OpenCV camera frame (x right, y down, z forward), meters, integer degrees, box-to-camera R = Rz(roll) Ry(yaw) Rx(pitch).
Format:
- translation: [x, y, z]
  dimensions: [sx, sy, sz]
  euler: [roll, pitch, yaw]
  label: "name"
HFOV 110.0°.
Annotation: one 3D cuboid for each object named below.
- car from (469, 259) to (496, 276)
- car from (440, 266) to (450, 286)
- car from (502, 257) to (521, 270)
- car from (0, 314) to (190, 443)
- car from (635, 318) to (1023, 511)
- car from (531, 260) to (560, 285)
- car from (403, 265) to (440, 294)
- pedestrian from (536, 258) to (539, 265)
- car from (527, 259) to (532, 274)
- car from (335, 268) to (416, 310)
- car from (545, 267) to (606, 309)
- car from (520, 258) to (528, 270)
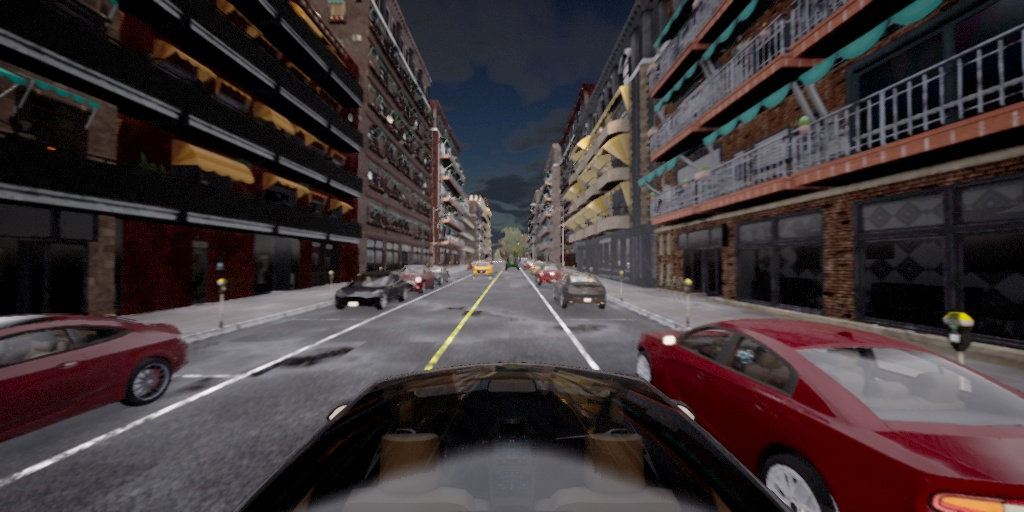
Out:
- translation: [-3.075, 1.344, 38.559]
  dimensions: [1.882, 1.535, 5.008]
  euler: [0, 0, 0]
  label: "car"
- translation: [-5.690, 1.377, 26.348]
  dimensions: [2.007, 1.370, 4.403]
  euler: [0, 0, 0]
  label: "car"
- translation: [0.023, 1.145, 56.670]
  dimensions: [2.150, 2.045, 5.566]
  euler: [0, 0, 1]
  label: "car"
- translation: [-5.690, 1.337, 3.702]
  dimensions: [1.802, 1.307, 4.207]
  euler: [0, 0, 0]
  label: "car"
- translation: [2.691, 1.301, 3.661]
  dimensions: [1.888, 1.381, 4.507]
  euler: [0, 0, 0]
  label: "car"
- translation: [2.691, 1.267, 26.307]
  dimensions: [1.967, 1.591, 4.097]
  euler: [0, 0, 0]
  label: "car"
- translation: [-5.690, 1.248, 20.687]
  dimensions: [1.967, 1.591, 4.097]
  euler: [0, 0, 0]
  label: "car"
- translation: [3.001, 1.176, 43.058]
  dimensions: [0.375, 1.860, 0.375]
  euler: [1, -1, -3]
  label: "pedestrian"
- translation: [3.000, 1.328, 40.050]
  dimensions: [1.801, 1.575, 5.366]
  euler: [0, 0, 0]
  label: "car"
- translation: [-5.690, 1.356, 15.025]
  dimensions: [1.948, 1.339, 4.313]
  euler: [0, 0, 0]
  label: "car"
- translation: [2.691, 1.342, 14.984]
  dimensions: [2.007, 1.370, 4.403]
  euler: [0, 0, 0]
  label: "car"
- translation: [2.692, 1.360, 54.616]
  dimensions: [1.967, 1.591, 4.097]
  euler: [0, 0, 0]
  label: "car"
